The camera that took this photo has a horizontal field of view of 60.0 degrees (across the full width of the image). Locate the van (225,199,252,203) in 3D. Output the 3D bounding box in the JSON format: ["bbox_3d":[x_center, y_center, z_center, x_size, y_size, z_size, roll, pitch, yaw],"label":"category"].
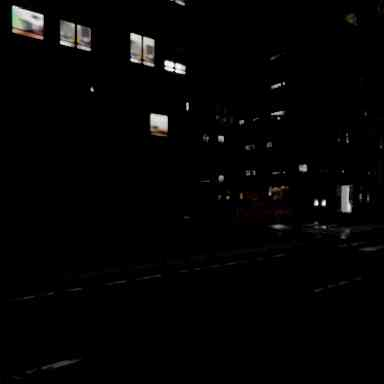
[{"bbox_3d":[5.317,1.674,38.144,1.690,1.788,3.998,-1,0,-36],"label":"van"}]

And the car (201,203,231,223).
[{"bbox_3d":[1.887,1.873,28.713,1.802,1.307,4.206,-1,0,-36],"label":"car"}]

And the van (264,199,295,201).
[{"bbox_3d":[8.629,1.601,33.626,1.690,1.788,3.998,-1,0,-36],"label":"van"}]

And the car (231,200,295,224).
[{"bbox_3d":[5.847,1.717,27.646,1.882,1.535,5.008,0,-1,-36],"label":"car"}]
